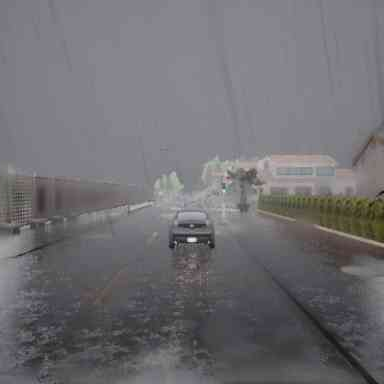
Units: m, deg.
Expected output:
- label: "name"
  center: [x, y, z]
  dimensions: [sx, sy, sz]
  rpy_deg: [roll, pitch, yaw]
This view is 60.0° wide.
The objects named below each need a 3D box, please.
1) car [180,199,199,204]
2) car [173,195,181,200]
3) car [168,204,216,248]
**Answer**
- label: "car"
  center: [0.000, 1.570, 29.649]
  dimensions: [1.994, 1.385, 4.181]
  rpy_deg: [0, 0, 0]
- label: "car"
  center: [-4.000, 1.534, 90.333]
  dimensions: [1.994, 1.385, 4.181]
  rpy_deg: [0, 0, 0]
- label: "car"
  center: [0.000, 1.513, 14.649]
  dimensions: [1.837, 1.490, 4.892]
  rpy_deg: [0, 0, 0]
